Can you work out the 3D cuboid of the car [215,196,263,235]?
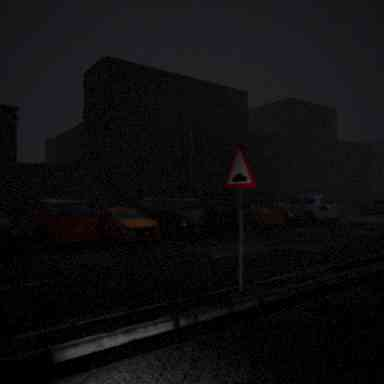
[{"bbox_3d":[1.101,1.258,19.454,2.435,2.045,5.566,0,0,-36],"label":"car"}]

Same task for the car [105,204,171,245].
[{"bbox_3d":[-3.372,1.508,16.227,2.097,1.535,5.008,0,0,-36],"label":"car"}]

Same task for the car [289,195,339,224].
[{"bbox_3d":[7.832,1.256,24.267,2.435,2.045,5.566,0,0,-36],"label":"car"}]

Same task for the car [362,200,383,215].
[{"bbox_3d":[19.081,1.517,32.241,2.163,1.488,4.792,0,0,-36],"label":"car"}]

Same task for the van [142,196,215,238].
[{"bbox_3d":[-1.058,1.283,17.732,1.878,1.987,4.442,0,0,-36],"label":"van"}]

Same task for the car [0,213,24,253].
[{"bbox_3d":[-7.853,1.547,13.013,2.002,1.452,4.674,0,0,-36],"label":"car"}]

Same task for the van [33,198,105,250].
[{"bbox_3d":[-5.680,1.281,14.713,1.878,1.987,4.442,0,0,-36],"label":"van"}]

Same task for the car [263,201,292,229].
[{"bbox_3d":[3.465,1.509,21.103,2.097,1.535,5.008,0,0,-36],"label":"car"}]

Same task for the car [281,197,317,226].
[{"bbox_3d":[5.687,1.383,22.736,2.185,1.767,4.553,0,0,-36],"label":"car"}]
